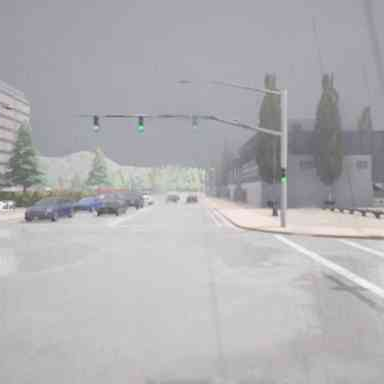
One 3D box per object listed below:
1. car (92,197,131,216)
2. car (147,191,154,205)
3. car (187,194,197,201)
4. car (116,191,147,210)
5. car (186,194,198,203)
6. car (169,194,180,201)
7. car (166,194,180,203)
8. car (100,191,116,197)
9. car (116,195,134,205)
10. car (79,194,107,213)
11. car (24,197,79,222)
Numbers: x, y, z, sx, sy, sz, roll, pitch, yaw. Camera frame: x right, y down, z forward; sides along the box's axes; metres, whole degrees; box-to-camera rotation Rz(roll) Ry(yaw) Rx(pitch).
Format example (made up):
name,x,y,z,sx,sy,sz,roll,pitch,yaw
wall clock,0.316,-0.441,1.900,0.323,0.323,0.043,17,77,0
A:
name,x,y,z,sx,sy,sz,roll,pitch,yaw
car,-7.085,1.429,29.821,1.895,1.301,4.718,0,0,0
car,-7.059,0.932,50.213,2.150,2.045,5.566,0,0,1
car,-0.002,1.168,67.995,1.994,1.385,4.181,0,0,0
car,-7.076,0.993,39.557,2.150,2.045,5.566,0,0,0
car,-0.002,1.145,57.624,1.882,1.535,5.008,0,0,0
car,-3.502,1.168,67.995,1.994,1.385,4.181,0,0,0
car,-3.502,1.172,57.624,1.837,1.490,4.892,0,0,0
car,-10.586,1.105,42.780,2.097,1.767,4.553,0,0,0
car,-10.561,1.260,52.666,1.994,1.385,4.181,0,0,0
car,-10.592,1.280,34.265,1.882,1.535,5.008,0,0,0
car,-10.658,1.207,25.130,2.097,1.767,4.553,0,0,2
